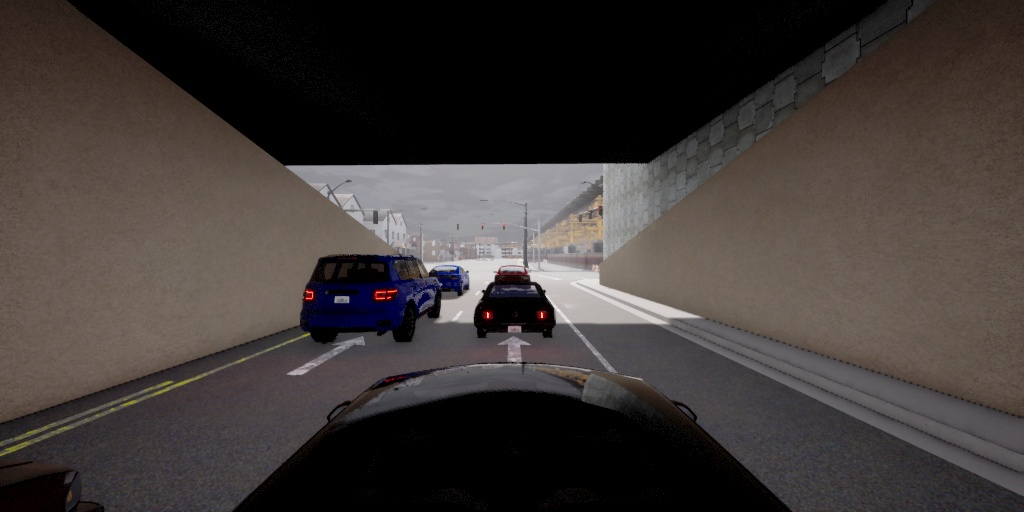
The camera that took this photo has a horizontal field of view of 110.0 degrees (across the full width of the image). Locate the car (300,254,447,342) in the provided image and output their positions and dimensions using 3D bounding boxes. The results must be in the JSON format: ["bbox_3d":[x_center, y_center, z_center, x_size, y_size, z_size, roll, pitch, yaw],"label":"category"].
[{"bbox_3d":[-3.439,0.971,9.889,2.150,2.045,5.566,0,0,0],"label":"car"}]

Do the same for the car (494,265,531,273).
[{"bbox_3d":[0.011,1.228,19.576,1.882,1.535,5.008,0,0,0],"label":"car"}]

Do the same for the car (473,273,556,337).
[{"bbox_3d":[0.056,1.351,10.240,1.895,1.301,4.718,0,0,0],"label":"car"}]

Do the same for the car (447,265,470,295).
[{"bbox_3d":[-3.490,1.228,19.827,1.882,1.535,5.008,0,0,0],"label":"car"}]
